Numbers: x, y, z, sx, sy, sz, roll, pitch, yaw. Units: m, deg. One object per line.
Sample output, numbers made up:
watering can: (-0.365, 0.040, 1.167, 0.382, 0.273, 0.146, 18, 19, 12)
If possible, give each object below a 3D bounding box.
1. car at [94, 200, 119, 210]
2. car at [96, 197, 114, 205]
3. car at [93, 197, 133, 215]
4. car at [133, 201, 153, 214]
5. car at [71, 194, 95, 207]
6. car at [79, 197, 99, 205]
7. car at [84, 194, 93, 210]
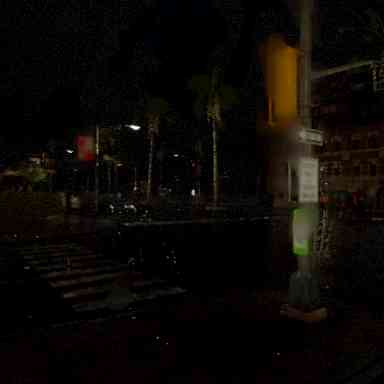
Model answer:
car: (-11.974, 1.783, 46.405, 1.895, 1.301, 4.718, 1, 0, -35)
car: (-17.340, 1.783, 66.132, 1.812, 1.442, 4.674, 1, 0, -39)
car: (-8.507, 1.496, 35.371, 2.097, 1.767, 4.553, 1, 0, -35)
car: (-6.466, 1.729, 38.555, 2.033, 1.411, 5.357, 1, 0, -35)
car: (-18.196, 1.401, 55.235, 2.150, 2.045, 5.566, 1, 0, -35)
car: (-19.729, 1.724, 63.490, 1.837, 1.490, 4.892, 1, 0, -39)
car: (-14.012, 1.365, 43.225, 2.150, 2.045, 5.566, 1, 0, -35)
